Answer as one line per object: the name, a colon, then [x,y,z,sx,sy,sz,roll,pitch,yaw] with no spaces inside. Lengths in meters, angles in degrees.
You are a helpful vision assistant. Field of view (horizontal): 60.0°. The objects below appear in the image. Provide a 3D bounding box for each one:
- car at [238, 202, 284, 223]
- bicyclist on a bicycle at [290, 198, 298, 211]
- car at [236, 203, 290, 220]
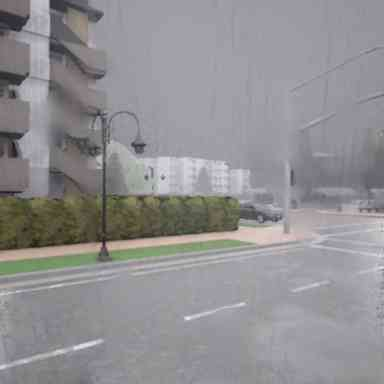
car: [4.962,1.630,26.656,1.837,1.490,4.892,0,0,-38]
bicyclist on a bicycle: [12.580,1.520,41.019,1.656,1.620,0.582,0,0,-39]
car: [6.409,1.748,30.465,1.895,1.301,4.718,0,0,-38]
